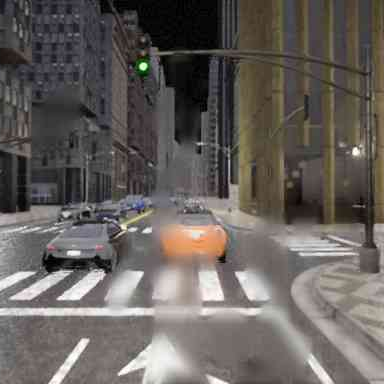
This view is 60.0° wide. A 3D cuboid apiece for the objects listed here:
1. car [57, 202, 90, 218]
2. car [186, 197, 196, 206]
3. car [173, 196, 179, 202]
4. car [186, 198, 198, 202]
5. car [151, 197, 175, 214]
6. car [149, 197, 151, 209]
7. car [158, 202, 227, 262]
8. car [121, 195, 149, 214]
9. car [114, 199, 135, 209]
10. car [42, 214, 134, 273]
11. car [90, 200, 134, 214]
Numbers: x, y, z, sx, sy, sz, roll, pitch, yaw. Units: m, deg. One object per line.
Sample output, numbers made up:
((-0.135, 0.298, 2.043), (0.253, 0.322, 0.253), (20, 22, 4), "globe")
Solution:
((-9.928, 1.625, 28.546), (2.128, 1.511, 4.902), (0, 0, -1), "car")
((-0.131, 1.767, 61.541), (1.812, 1.442, 4.674), (0, 0, 0), "car")
((-3.393, 1.586, 59.627), (2.097, 1.767, 4.553), (0, 0, 0), "car")
((-0.003, 1.665, 40.378), (2.128, 1.511, 4.902), (0, 0, 0), "car")
((-3.248, 1.668, 38.060), (1.837, 1.490, 4.892), (0, -1, 0), "car")
((-6.672, 1.552, 48.760), (2.097, 1.767, 4.553), (0, 0, 0), "car")
((0.070, 1.415, 12.535), (2.097, 1.767, 4.553), (0, 0, 0), "car")
((-6.706, 1.389, 38.432), (2.150, 2.045, 5.566), (0, 0, 0), "car")
((-9.908, 1.749, 49.329), (2.033, 1.411, 5.357), (0, 0, 0), "car")
((-3.176, 1.621, 10.926), (1.994, 1.385, 4.181), (0, 0, 0), "car")
((-6.671, 1.680, 28.247), (2.033, 1.411, 5.357), (0, 0, 0), "car")
